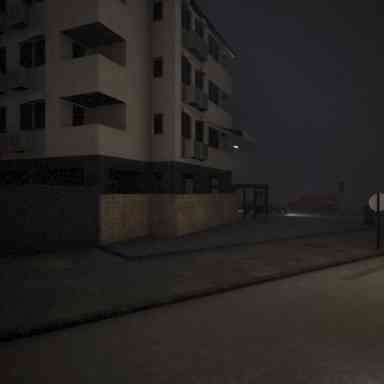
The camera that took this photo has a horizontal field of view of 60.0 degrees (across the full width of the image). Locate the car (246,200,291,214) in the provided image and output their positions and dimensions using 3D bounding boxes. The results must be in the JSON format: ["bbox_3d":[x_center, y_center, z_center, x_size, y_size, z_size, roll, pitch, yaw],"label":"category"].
[{"bbox_3d":[7.467,1.547,35.386,2.033,1.411,5.357,0,0,-35],"label":"car"}]

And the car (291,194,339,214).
[{"bbox_3d":[12.645,1.221,35.197,2.150,2.045,5.566,0,0,-34],"label":"car"}]
